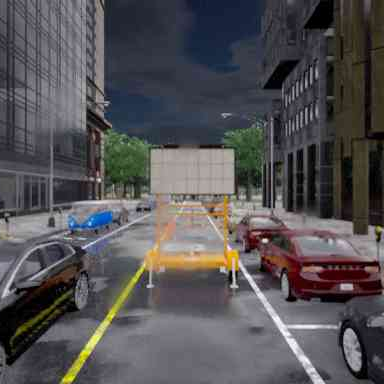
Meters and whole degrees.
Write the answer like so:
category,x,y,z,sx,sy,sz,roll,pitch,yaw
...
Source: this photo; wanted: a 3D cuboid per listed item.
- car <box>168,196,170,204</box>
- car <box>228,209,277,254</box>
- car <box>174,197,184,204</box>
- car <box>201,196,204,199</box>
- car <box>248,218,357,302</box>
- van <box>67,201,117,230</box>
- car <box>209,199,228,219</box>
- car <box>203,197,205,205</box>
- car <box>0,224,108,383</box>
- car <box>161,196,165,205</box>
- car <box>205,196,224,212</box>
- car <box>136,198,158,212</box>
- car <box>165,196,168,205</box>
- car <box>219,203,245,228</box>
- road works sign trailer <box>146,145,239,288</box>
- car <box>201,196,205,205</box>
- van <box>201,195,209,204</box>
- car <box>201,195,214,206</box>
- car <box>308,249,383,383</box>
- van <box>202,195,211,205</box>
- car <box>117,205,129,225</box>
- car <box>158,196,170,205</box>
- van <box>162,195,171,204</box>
category,x,y,z,sx,sy,sz,roll,pitch,yaw
car,-5.684,1.761,62.399,1.752,1.417,4.829,0,0,0
car,2.780,1.593,13.620,1.887,1.381,4.507,0,0,0
car,-2.904,1.791,74.193,1.837,1.490,4.892,0,-1,0
car,2.835,1.654,57.120,1.967,1.590,4.097,0,0,0
car,2.773,1.574,8.182,1.887,1.381,4.507,0,0,0
van,-5.739,1.409,19.069,1.690,1.788,3.998,0,0,0
car,2.801,1.634,30.102,1.752,1.417,4.829,0,0,0
car,2.821,1.696,46.415,1.752,1.417,4.829,0,0,0
car,-2.993,1.509,4.927,2.128,1.511,4.902,0,0,0
car,-5.698,1.717,51.524,1.752,1.417,4.829,0,0,0
car,2.807,1.443,35.371,2.192,1.841,5.009,0,0,0
car,-5.711,1.715,40.818,1.947,1.339,4.313,0,0,0
car,-5.691,1.780,57.131,1.947,1.339,4.313,0,0,0
car,2.787,1.594,19.227,1.752,1.417,4.829,0,0,0
road works sign trailer,0.012,0.497,9.332,2.380,3.560,2.880,0,0,0
car,2.828,1.736,51.683,1.887,1.381,4.507,0,0,0
van,2.855,1.622,73.433,1.690,1.788,3.998,0,0,0
car,2.841,1.551,62.559,2.192,1.841,5.009,0,0,0
car,2.766,1.561,2.744,2.008,1.369,4.403,0,0,0
van,2.848,1.600,67.996,1.690,1.788,3.998,0,0,0
car,-5.732,1.639,24.506,2.008,1.369,4.403,0,0,0
car,-5.677,1.699,68.006,1.967,1.590,4.097,0,0,0
van,-5.670,1.623,73.444,1.690,1.788,3.998,0,0,0
